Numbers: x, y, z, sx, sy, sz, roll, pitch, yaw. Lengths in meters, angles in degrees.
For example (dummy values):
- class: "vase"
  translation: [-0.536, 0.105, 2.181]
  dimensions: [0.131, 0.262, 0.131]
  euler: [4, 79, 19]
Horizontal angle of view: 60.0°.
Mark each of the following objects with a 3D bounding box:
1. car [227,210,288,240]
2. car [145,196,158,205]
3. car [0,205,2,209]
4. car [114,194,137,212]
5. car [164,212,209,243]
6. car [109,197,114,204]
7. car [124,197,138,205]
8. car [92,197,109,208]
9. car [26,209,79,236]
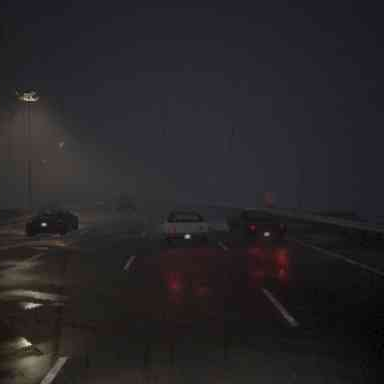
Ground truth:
- class: "car"
  translation: [3.058, 1.560, 16.733]
  dimensions: [1.895, 1.301, 4.718]
  euler: [-1, 0, -6]
- class: "car"
  translation: [-7.715, 1.583, 63.306]
  dimensions: [2.128, 1.511, 4.902]
  euler: [-1, 0, -19]
- class: "car"
  translation: [-21.481, 1.762, 34.875]
  dimensions: [2.128, 1.511, 4.902]
  euler: [-1, 0, -13]
- class: "car"
  translation: [-8.138, 1.321, 40.943]
  dimensions: [2.150, 2.045, 5.566]
  euler: [0, 0, -14]
- class: "car"
  translation: [-0.401, 1.604, 16.269]
  dimensions: [1.895, 1.301, 4.718]
  euler: [-1, 0, -6]
- class: "car"
  translation: [-15.146, 1.691, 62.405]
  dimensions: [1.837, 1.490, 4.892]
  euler: [0, 0, -22]
- class: "car"
  translation: [-11.599, 1.667, 62.936]
  dimensions: [1.812, 1.442, 4.674]
  euler: [0, 0, -22]
- class: "car"
  translation: [-14.634, 1.782, 52.288]
  dimensions: [1.895, 1.301, 4.718]
  euler: [-1, 0, -19]
- class: "car"
  translation: [-7.879, 1.662, 19.124]
  dimensions: [1.994, 1.385, 4.181]
  euler: [-1, 0, -7]
